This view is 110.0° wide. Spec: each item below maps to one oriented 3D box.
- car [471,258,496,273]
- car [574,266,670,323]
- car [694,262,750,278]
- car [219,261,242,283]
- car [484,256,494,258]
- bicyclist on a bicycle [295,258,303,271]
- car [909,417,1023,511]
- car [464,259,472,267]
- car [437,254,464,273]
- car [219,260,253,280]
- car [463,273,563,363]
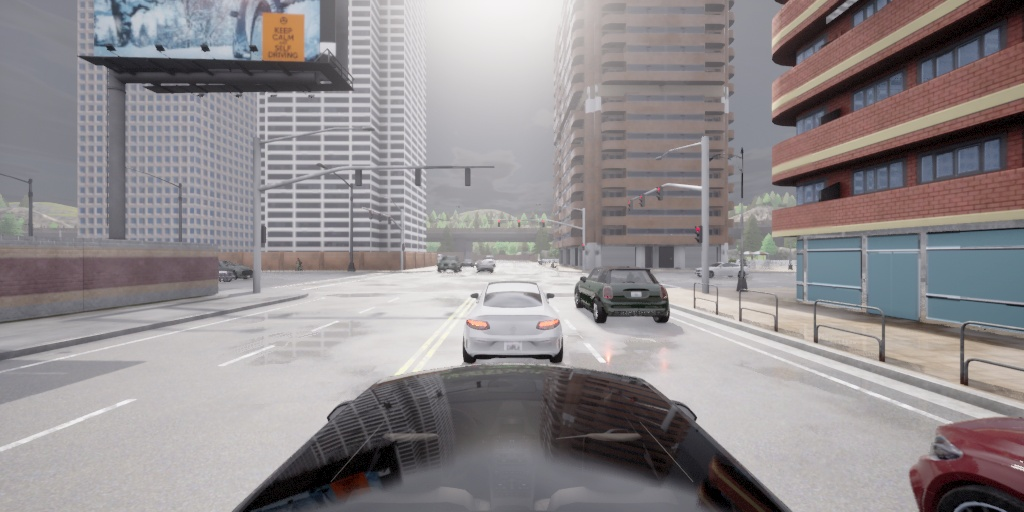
[{"bbox_3d":[-3.308,1.297,42.428,2.033,1.411,5.357,0,0,-10],"label":"car"},{"bbox_3d":[3.494,1.102,12.236,2.097,1.767,4.553,0,0,0],"label":"car"},{"bbox_3d":[19.372,1.276,33.106,4.674,1.442,1.812,0,0,0],"label":"car"},{"bbox_3d":[-22.682,1.276,25.817,4.674,1.442,1.812,0,0,-1],"label":"car"},{"bbox_3d":[-4.072,0.969,62.779,2.150,2.045,5.566,0,0,2],"label":"car"},{"bbox_3d":[-25.994,1.051,43.769,0.582,1.620,1.656,0,0,0],"label":"bicyclist on a bicycle"},{"bbox_3d":[3.600,1.276,0.406,1.812,1.442,4.674,0,0,0],"label":"car"},{"bbox_3d":[-7.575,1.227,61.577,1.882,1.535,5.008,0,0,0],"label":"car"},{"bbox_3d":[-7.440,0.972,42.954,2.150,2.045,5.566,0,0,0],"label":"car"},{"bbox_3d":[-23.769,1.102,29.293,4.553,1.767,2.097,0,0,0],"label":"car"},{"bbox_3d":[0.014,1.276,8.019,1.812,1.442,4.674,0,0,0],"label":"car"}]
